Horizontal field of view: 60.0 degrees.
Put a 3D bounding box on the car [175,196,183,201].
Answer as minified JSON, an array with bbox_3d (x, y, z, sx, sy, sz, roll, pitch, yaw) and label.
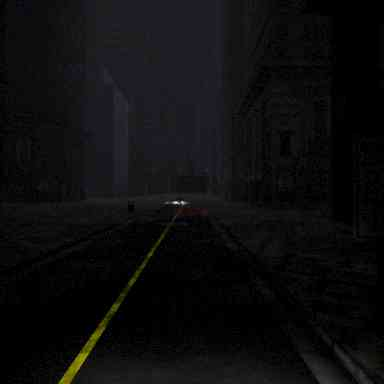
[{"bbox_3d":[-3.000,1.499,76.692,1.895,1.301,4.718,0,0,0],"label":"car"}]

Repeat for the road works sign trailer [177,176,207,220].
[{"bbox_3d":[0.001,0.457,27.155,2.380,3.560,2.880,0,0,0],"label":"road works sign trailer"}]
